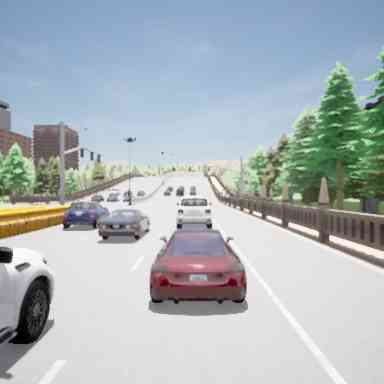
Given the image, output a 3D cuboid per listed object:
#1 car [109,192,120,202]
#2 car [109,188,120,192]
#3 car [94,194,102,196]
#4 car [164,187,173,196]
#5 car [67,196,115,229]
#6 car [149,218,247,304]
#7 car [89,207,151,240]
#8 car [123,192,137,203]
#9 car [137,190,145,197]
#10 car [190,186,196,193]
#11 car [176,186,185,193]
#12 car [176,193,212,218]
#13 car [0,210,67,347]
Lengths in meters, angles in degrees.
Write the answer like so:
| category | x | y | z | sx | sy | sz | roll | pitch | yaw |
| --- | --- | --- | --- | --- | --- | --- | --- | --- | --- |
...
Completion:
| category | x | y | z | sx | sy | sz | roll | pitch | yaw |
| --- | --- | --- | --- | --- | --- | --- | --- | --- | --- |
| car | -17.353 | 1.496 | 72.751 | 2.128 | 1.511 | 4.902 | 0 | 2 | 0 |
| car | -20.741 | 0.029 | 89.297 | 2.150 | 2.045 | 5.566 | 0 | 5 | 0 |
| car | -20.851 | 1.311 | 73.140 | 2.097 | 1.767 | 4.553 | 0 | 2 | 0 |
| car | -6.729 | 0.152 | 90.821 | 1.812 | 1.442 | 4.674 | 0 | 7 | 0 |
| car | -6.895 | 1.396 | 22.292 | 2.097 | 1.767 | 4.553 | 0 | 0 | -1 |
| car | 0.119 | 1.580 | 8.228 | 1.994 | 1.385 | 4.181 | 0 | 0 | 0 |
| car | -3.370 | 1.581 | 17.313 | 2.033 | 1.411 | 5.357 | 0 | 0 | 0 |
| car | -13.853 | 1.449 | 72.726 | 1.882 | 1.535 | 5.008 | 0 | 2 | 0 |
| car | -13.742 | 0.347 | 89.130 | 1.812 | 1.442 | 4.674 | 0 | 5 | 0 |
| car | 0.271 | 0.153 | 90.768 | 2.128 | 1.511 | 4.902 | 0 | 7 | 0 |
| car | -3.233 | -0.107 | 90.375 | 2.150 | 2.045 | 5.566 | 0 | 7 | 0 |
| car | 0.144 | 1.264 | 21.608 | 2.150 | 2.045 | 5.566 | 0 | 0 | 0 |
| car | -3.392 | 1.229 | 3.269 | 2.150 | 2.045 | 5.566 | 0 | 0 | 0 |
